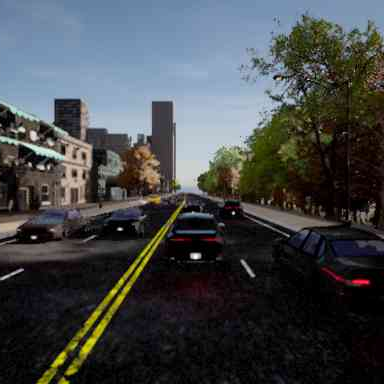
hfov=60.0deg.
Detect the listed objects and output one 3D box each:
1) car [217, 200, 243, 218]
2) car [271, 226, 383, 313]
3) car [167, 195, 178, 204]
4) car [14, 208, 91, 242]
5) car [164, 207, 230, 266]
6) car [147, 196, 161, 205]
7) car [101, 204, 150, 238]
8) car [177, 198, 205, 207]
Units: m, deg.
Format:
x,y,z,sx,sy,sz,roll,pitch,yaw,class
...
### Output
x,y,z,sx,sy,sz,roll,pitch,yaw,class
3.349,1.447,29.312,1.837,1.490,4.892,0,0,0,car
3.348,1.532,7.896,2.033,1.411,5.357,0,0,0,car
-3.298,1.374,58.667,2.128,1.511,4.902,0,0,1,car
-6.602,1.514,16.544,2.033,1.411,5.357,0,0,0,car
0.100,1.482,11.432,1.837,1.490,4.892,0,0,0,car
-6.551,1.361,57.799,1.882,1.535,5.008,0,0,1,car
-3.350,1.529,17.400,1.994,1.385,4.181,0,0,0,car
0.099,1.433,29.189,2.128,1.511,4.902,0,0,0,car
